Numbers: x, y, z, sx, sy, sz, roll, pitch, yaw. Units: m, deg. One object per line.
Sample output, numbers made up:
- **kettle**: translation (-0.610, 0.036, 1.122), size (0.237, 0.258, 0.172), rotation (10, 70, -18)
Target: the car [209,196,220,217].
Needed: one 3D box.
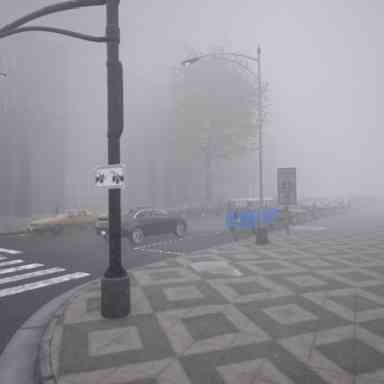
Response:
- **car**: translation (2.602, 1.307, 31.857), size (2.192, 1.841, 5.009), rotation (-1, 0, 36)

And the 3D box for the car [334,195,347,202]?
- **car**: translation (33.187, 1.416, 74.331), size (1.887, 1.381, 4.507), rotation (-1, -1, 36)

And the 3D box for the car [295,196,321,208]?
- **car**: translation (15.977, 1.387, 45.707), size (2.128, 1.511, 4.902), rotation (-1, -1, 36)

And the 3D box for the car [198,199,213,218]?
- **car**: translation (-0.485, 1.552, 27.563), size (1.887, 1.381, 4.507), rotation (-1, 0, 36)

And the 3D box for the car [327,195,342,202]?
- **car**: translation (30.006, 1.433, 69.913), size (2.008, 1.369, 4.403), rotation (-1, -1, 36)

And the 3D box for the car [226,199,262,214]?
- **car**: translation (5.696, 1.529, 36.148), size (2.008, 1.369, 4.403), rotation (-1, 0, 36)

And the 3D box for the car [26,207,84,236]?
- **car**: translation (-6.772, 1.564, 18.843), size (1.752, 1.417, 4.829), rotation (-1, 0, 36)

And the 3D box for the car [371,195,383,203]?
- **car**: translation (35.034, 1.305, 62.308), size (1.947, 1.339, 4.313), rotation (-1, -1, 36)

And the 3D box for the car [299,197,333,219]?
- **car**: translation (9.730, 1.386, 27.163), size (1.887, 1.381, 4.507), rotation (-1, 0, 36)

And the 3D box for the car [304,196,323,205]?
- **car**: translation (21.048, 1.440, 57.471), size (1.752, 1.417, 4.829), rotation (-1, -1, 36)

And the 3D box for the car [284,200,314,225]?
- **car**: translation (6.567, 1.422, 22.770), size (1.947, 1.339, 4.313), rotation (-1, 0, 36)

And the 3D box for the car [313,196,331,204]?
- **car**: translation (24.238, 1.454, 61.901), size (2.008, 1.369, 4.403), rotation (-1, -1, 36)

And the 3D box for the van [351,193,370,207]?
- **van**: translation (22.379, 1.128, 44.737), size (1.690, 1.788, 3.998), rotation (-1, 0, 36)

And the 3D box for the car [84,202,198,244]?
- **car**: translation (-2.156, 1.429, 15.387), size (2.128, 1.511, 4.902), rotation (-1, -1, 36)

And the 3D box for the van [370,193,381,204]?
- **van**: translation (28.705, 1.103, 53.523), size (1.690, 1.788, 3.998), rotation (-1, -1, 36)

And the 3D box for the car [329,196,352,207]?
- **car**: translation (21.820, 1.376, 48.686), size (2.033, 1.411, 5.357), rotation (-1, -1, 36)

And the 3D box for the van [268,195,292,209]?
- **van**: translation (11.873, 1.292, 44.734), size (1.690, 1.788, 3.998), rotation (-1, 0, 36)

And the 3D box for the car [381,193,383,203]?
- **car**: translation (31.969, 1.275, 58.053), size (1.752, 1.417, 4.829), rotation (-1, -1, 36)

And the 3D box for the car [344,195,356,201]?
- **car**: translation (39.549, 1.402, 83.168), size (2.008, 1.369, 4.403), rotation (-1, -1, 36)

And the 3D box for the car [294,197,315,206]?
- **car**: translation (18.056, 1.492, 53.316), size (1.947, 1.339, 4.313), rotation (-1, 0, 36)

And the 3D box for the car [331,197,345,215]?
- **car**: translation (12.893, 1.409, 31.557), size (1.802, 1.307, 4.206), rotation (-1, 0, 36)

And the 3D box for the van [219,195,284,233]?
- **van**: translation (3.401, 1.213, 18.379), size (1.690, 1.788, 3.998), rotation (-1, 0, 36)

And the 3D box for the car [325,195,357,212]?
- **car**: translation (16.056, 1.363, 35.949), size (2.008, 1.369, 4.403), rotation (-1, 0, 36)
